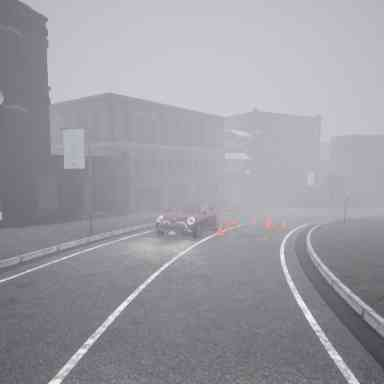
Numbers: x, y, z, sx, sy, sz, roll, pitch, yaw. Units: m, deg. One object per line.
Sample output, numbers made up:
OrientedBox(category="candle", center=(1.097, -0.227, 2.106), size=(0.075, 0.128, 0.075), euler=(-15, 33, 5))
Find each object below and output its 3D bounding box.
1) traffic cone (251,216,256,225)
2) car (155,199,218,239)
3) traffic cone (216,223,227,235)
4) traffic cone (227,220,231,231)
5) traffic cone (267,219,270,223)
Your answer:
OrientedBox(category="traffic cone", center=(4.210, 1.959, 22.709), size=(0.340, 0.580, 0.340), euler=(2, 1, 17))
OrientedBox(category="car", center=(-0.142, 1.284, 17.252), size=(2.097, 1.767, 4.553), euler=(2, 1, 20))
OrientedBox(category="traffic cone", center=(1.465, 1.926, 17.292), size=(0.340, 0.580, 0.340), euler=(2, 0, 17))
OrientedBox(category="traffic cone", center=(2.065, 1.926, 19.200), size=(0.340, 0.580, 0.340), euler=(2, 1, 18))
OrientedBox(category="traffic cone", center=(4.789, 2.006, 19.824), size=(0.580, 0.340, 0.340), euler=(12, 37, -30))
